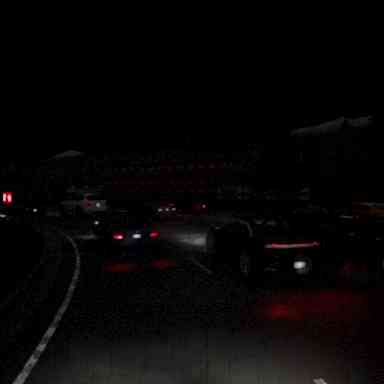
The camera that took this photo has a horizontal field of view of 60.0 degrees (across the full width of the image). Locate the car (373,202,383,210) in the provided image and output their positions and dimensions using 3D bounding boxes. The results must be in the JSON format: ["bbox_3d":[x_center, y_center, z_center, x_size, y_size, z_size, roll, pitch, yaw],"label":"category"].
[{"bbox_3d":[9.899,1.336,19.408,1.882,1.535,5.008,0,0,-22],"label":"car"}]

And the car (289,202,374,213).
[{"bbox_3d":[6.740,1.374,17.913,2.128,1.511,4.902,0,0,-22],"label":"car"}]

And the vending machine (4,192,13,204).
[{"bbox_3d":[-33.433,1.104,60.560,0.880,2.100,1.100,0,0,28],"label":"vending machine"}]

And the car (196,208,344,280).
[{"bbox_3d":[1.858,1.437,9.910,2.128,1.511,4.902,0,0,-14],"label":"car"}]

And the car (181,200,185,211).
[{"bbox_3d":[-3.238,1.373,33.108,1.837,1.490,4.892,0,0,-43],"label":"car"}]

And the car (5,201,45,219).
[{"bbox_3d":[-14.663,1.512,29.108,4.181,1.385,1.994,0,0,40],"label":"car"}]

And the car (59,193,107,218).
[{"bbox_3d":[-9.730,1.141,29.554,5.566,2.045,2.150,0,0,44],"label":"car"}]

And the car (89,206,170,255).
[{"bbox_3d":[-2.737,1.502,13.280,2.033,1.411,5.357,0,0,-21],"label":"car"}]

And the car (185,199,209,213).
[{"bbox_3d":[-0.134,1.408,34.885,1.994,1.385,4.181,0,0,-42],"label":"car"}]

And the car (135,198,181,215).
[{"bbox_3d":[-3.546,1.440,28.015,2.033,1.411,5.357,0,0,-39],"label":"car"}]

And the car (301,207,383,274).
[{"bbox_3d":[5.472,1.432,9.789,1.837,1.490,4.892,0,1,-13],"label":"car"}]
